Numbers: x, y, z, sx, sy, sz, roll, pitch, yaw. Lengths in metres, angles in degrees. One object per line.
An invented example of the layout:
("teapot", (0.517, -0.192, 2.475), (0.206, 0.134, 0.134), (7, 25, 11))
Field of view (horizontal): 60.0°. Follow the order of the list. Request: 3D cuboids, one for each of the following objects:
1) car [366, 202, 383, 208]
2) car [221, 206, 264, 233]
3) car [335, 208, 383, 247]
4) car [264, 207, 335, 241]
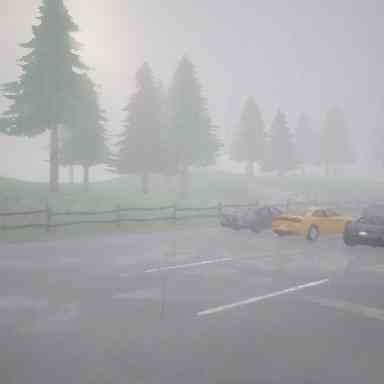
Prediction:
("car", (16.416, 1.573, 28.476), (4.181, 1.385, 1.994), (0, 0, -35))
("car", (4.204, 1.564, 19.765), (5.357, 1.411, 2.033), (0, 0, -35))
("car", (8.269, 1.573, 14.066), (4.181, 1.385, 1.994), (0, 0, -35))
("car", (6.236, 1.485, 16.916), (5.008, 1.535, 1.882), (0, 0, -35))
